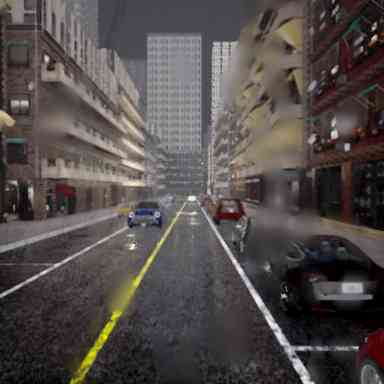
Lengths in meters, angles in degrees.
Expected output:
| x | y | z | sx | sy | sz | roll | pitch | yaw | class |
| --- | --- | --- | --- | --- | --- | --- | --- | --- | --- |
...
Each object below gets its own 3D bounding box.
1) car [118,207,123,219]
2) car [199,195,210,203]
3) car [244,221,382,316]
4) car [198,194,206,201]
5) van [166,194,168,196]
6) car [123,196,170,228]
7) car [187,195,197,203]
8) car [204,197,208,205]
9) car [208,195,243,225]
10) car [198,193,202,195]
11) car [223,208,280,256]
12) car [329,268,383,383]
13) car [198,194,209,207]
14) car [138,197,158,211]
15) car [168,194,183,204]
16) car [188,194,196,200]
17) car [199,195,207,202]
| x | y | z | sx | sy | sz | roll | pitch | yaw | class |
| --- | --- | --- | --- | --- | --- | --- | --- | --- | --- |
| -5.324 | 1.520 | 29.385 | 1.752 | 1.417 | 4.829 | -1 | 0 | 0 | car |
| 2.557 | 1.420 | 68.418 | 1.967 | 1.590 | 4.097 | -1 | 0 | 0 | car |
| 2.557 | 1.564 | 7.379 | 1.947 | 1.339 | 4.313 | -1 | 0 | 0 | car |
| 2.557 | 1.413 | 85.065 | 1.967 | 1.590 | 4.097 | -1 | 0 | 0 | car |
| -5.324 | 1.317 | 79.497 | 1.690 | 1.788 | 3.998 | -1 | 0 | 0 | van |
| -2.849 | 1.348 | 21.821 | 2.097 | 1.767 | 4.553 | 0 | 0 | 0 | car |
| 0.002 | 1.413 | 68.670 | 1.812 | 1.442 | 4.674 | 0 | 0 | 0 | car |
| 2.557 | 1.517 | 35.294 | 1.752 | 1.417 | 4.829 | -1 | 0 | 0 | car |
| 2.554 | 1.310 | 24.027 | 2.192 | 1.841 | 5.009 | -1 | 0 | 0 | car |
| 2.555 | 1.298 | 62.869 | 2.192 | 1.841 | 5.009 | -1 | 0 | 0 | car |
| 2.557 | 1.548 | 12.928 | 2.008 | 1.369 | 4.403 | -1 | 0 | 0 | car |
| 2.557 | 1.582 | 1.831 | 1.802 | 1.307 | 4.206 | -1 | 0 | 0 | car |
| 2.228 | 1.513 | 50.465 | 1.812 | 1.442 | 4.674 | 0 | 0 | 0 | car |
| -5.324 | 1.431 | 40.653 | 1.967 | 1.590 | 4.097 | -1 | 0 | 0 | car |
| -2.775 | 1.335 | 62.977 | 2.097 | 1.767 | 4.553 | 0 | 0 | 0 | car |
| 0.003 | 1.375 | 84.633 | 1.812 | 1.442 | 4.674 | 0 | 0 | 0 | car |
| 2.558 | 1.501 | 79.686 | 1.752 | 1.417 | 4.829 | -1 | 0 | 0 | car |
